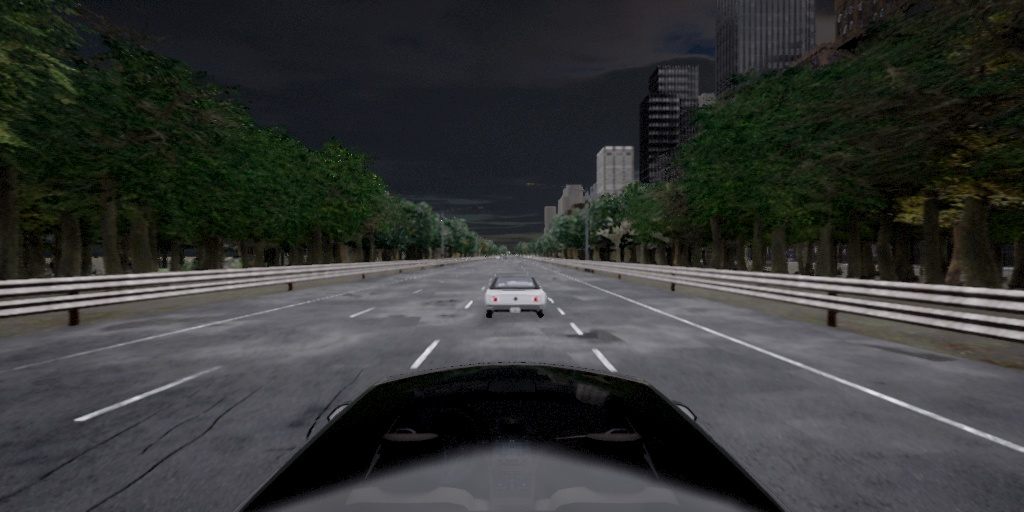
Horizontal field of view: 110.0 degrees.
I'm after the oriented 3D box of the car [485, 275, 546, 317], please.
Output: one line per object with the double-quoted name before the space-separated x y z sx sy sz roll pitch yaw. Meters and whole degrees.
"car" 0.080 1.328 12.988 1.895 1.301 4.718 0 0 -1
